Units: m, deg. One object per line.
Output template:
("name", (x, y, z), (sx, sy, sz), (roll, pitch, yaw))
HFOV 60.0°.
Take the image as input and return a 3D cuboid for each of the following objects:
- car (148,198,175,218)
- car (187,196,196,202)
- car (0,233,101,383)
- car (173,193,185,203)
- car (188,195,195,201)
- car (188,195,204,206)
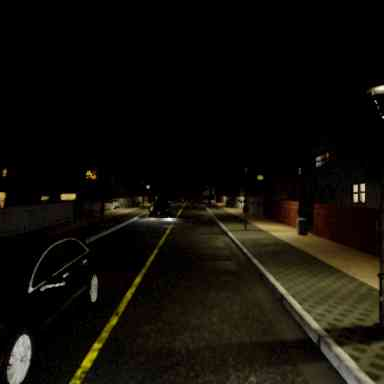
("car", (-2.856, 1.561, 31.130), (1.812, 1.442, 4.674), (0, 0, 0))
("car", (-0.044, 1.600, 75.304), (1.895, 1.301, 4.718), (0, 0, 0))
("car", (-2.839, 1.510, 5.242), (1.837, 1.490, 4.892), (0, 0, 0))
("car", (-2.791, 1.245, 71.649), (2.150, 2.045, 5.566), (0, 0, 0))
("car", (-0.051, 1.503, 88.943), (1.812, 1.442, 4.674), (0, 0, 0))
("car", (0.889, 1.370, 57.537), (2.097, 1.767, 4.553), (-3, -1, 0))
